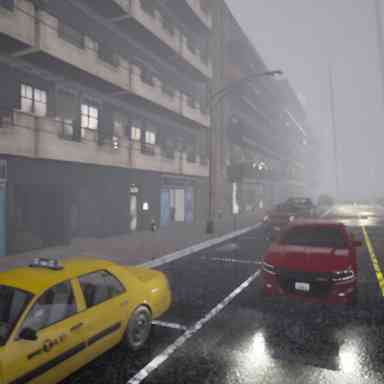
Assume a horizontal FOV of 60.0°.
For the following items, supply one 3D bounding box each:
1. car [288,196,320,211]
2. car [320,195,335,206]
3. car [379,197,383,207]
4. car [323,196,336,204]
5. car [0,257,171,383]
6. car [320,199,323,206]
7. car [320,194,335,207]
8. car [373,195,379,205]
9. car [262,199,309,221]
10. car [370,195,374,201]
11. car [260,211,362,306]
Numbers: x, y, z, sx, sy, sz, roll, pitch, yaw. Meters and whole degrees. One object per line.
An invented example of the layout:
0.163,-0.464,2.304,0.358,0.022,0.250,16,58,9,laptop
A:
7.838,1.291,24.486,2.192,1.841,5.009,0,0,26,car
22.446,1.371,54.985,1.967,1.590,4.097,0,0,26,car
27.641,1.452,46.432,1.752,1.417,4.829,0,0,26,car
24.881,1.468,60.070,1.887,1.381,4.507,0,0,26,car
-1.975,1.528,3.998,1.752,1.417,4.829,0,0,26,car
10.272,1.551,29.570,1.802,1.307,4.206,0,0,26,car
20.012,1.254,49.902,2.192,1.841,5.009,0,0,26,car
32.437,1.456,56.446,1.887,1.381,4.507,0,0,26,car
5.403,1.422,19.403,1.967,1.590,4.097,0,0,26,car
42.176,1.430,76.778,2.008,1.369,4.403,0,0,26,car
3.114,1.469,8.397,1.882,1.535,5.008,0,0,26,car
